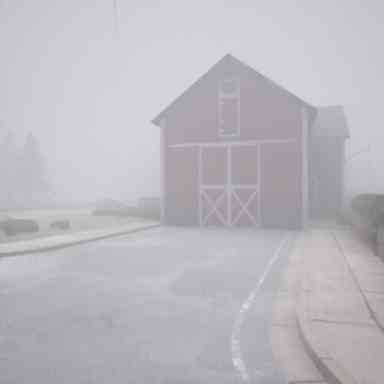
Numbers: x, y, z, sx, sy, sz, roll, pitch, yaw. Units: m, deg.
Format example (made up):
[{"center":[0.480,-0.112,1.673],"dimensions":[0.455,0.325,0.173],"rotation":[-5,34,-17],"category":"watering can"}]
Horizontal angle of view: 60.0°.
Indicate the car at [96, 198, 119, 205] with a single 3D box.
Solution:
[{"center":[-10.711,1.537,42.896],"dimensions":[1.816,1.474,4.193],"rotation":[-6,-1,15],"category":"car"}]
